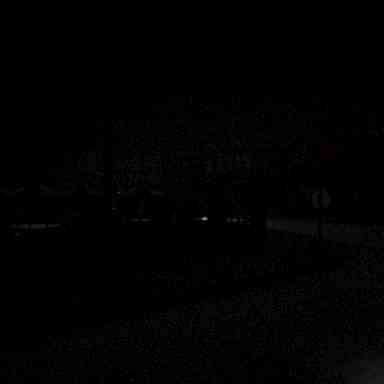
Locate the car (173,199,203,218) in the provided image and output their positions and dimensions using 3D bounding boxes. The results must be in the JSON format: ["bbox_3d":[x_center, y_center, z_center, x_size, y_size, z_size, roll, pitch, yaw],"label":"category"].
[{"bbox_3d":[-0.973,1.464,29.914,1.837,1.490,4.892,0,2,-35],"label":"car"}]

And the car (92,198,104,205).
[{"bbox_3d":[-14.959,1.513,49.746,2.033,1.411,5.357,0,0,-35],"label":"car"}]
